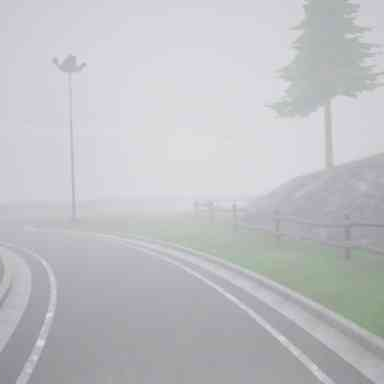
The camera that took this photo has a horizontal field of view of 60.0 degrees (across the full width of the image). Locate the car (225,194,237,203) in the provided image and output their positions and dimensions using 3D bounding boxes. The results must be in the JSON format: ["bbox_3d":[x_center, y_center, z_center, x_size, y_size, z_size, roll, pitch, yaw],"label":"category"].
[{"bbox_3d":[7.820,1.006,53.487,5.357,1.411,2.033,-2,0,-31],"label":"car"}]

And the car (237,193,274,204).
[{"bbox_3d":[9.666,0.949,50.523,4.674,1.442,1.812,-2,0,-31],"label":"car"}]
